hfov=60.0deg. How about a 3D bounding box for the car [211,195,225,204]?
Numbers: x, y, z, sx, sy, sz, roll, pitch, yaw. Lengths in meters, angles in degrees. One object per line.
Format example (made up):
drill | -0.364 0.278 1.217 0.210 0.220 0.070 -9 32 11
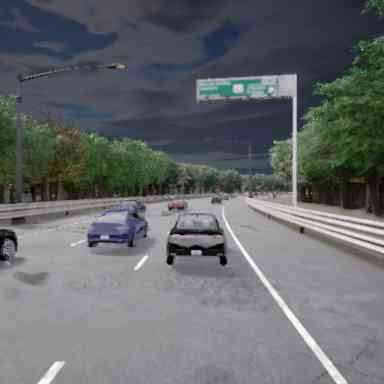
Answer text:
car | 4.786 1.434 63.548 1.837 1.490 4.892 0 0 8

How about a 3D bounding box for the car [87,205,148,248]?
car | -3.128 1.505 14.582 1.812 1.442 4.674 0 0 2

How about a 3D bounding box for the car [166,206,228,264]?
car | 0.195 1.482 11.735 2.128 1.511 4.902 0 0 2

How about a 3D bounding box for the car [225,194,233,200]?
car | 8.824 1.402 86.681 2.128 1.511 4.902 0 0 12

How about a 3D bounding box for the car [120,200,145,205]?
car | -5.781 1.487 32.233 2.033 1.411 5.357 0 0 5

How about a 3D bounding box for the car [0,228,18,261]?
car | -6.799 1.453 9.250 2.128 1.511 4.902 0 0 1

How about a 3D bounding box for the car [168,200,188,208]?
car | -1.612 1.551 39.761 1.895 1.301 4.718 0 0 6
